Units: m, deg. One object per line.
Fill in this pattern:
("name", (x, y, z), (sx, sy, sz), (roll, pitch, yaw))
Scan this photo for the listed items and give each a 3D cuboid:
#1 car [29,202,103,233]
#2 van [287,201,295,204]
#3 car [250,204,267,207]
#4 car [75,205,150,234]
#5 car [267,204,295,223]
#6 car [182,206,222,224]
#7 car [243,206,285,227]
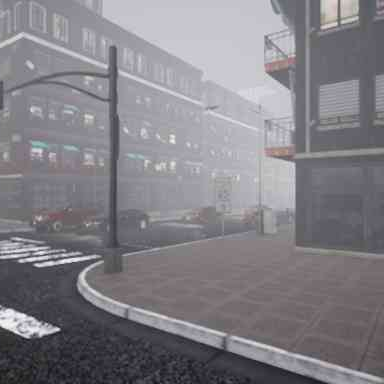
("car", (-7.887, 1.566, 21.805), (2.192, 1.841, 5.009), (-1, -2, 35))
("van", (18.275, 2.424, 58.995), (1.690, 1.788, 3.998), (-1, -2, 35))
("car", (7.855, 2.180, 39.622), (1.837, 1.490, 4.892), (0, -1, 36))
("car", (-4.801, 1.781, 21.665), (1.837, 1.490, 4.892), (0, -1, 35))
("car", (8.787, 2.099, 30.993), (2.008, 1.369, 4.403), (-1, -2, 35))
("car", (1.052, 1.987, 29.970), (1.812, 1.442, 4.674), (0, -1, 35))
("car", (5.516, 2.026, 26.342), (1.802, 1.307, 4.206), (-1, -2, 35))
